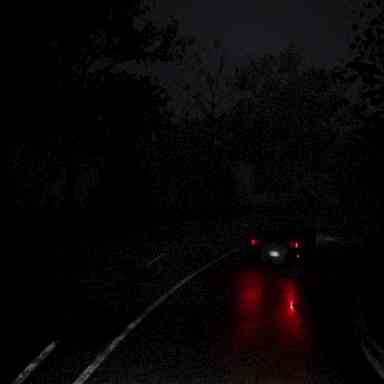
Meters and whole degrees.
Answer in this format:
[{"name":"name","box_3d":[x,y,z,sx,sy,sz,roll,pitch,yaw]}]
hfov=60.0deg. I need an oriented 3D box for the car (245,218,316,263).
[{"name":"car","box_3d":[3.472,1.621,12.274,1.895,1.301,4.718,0,0,24]}]
